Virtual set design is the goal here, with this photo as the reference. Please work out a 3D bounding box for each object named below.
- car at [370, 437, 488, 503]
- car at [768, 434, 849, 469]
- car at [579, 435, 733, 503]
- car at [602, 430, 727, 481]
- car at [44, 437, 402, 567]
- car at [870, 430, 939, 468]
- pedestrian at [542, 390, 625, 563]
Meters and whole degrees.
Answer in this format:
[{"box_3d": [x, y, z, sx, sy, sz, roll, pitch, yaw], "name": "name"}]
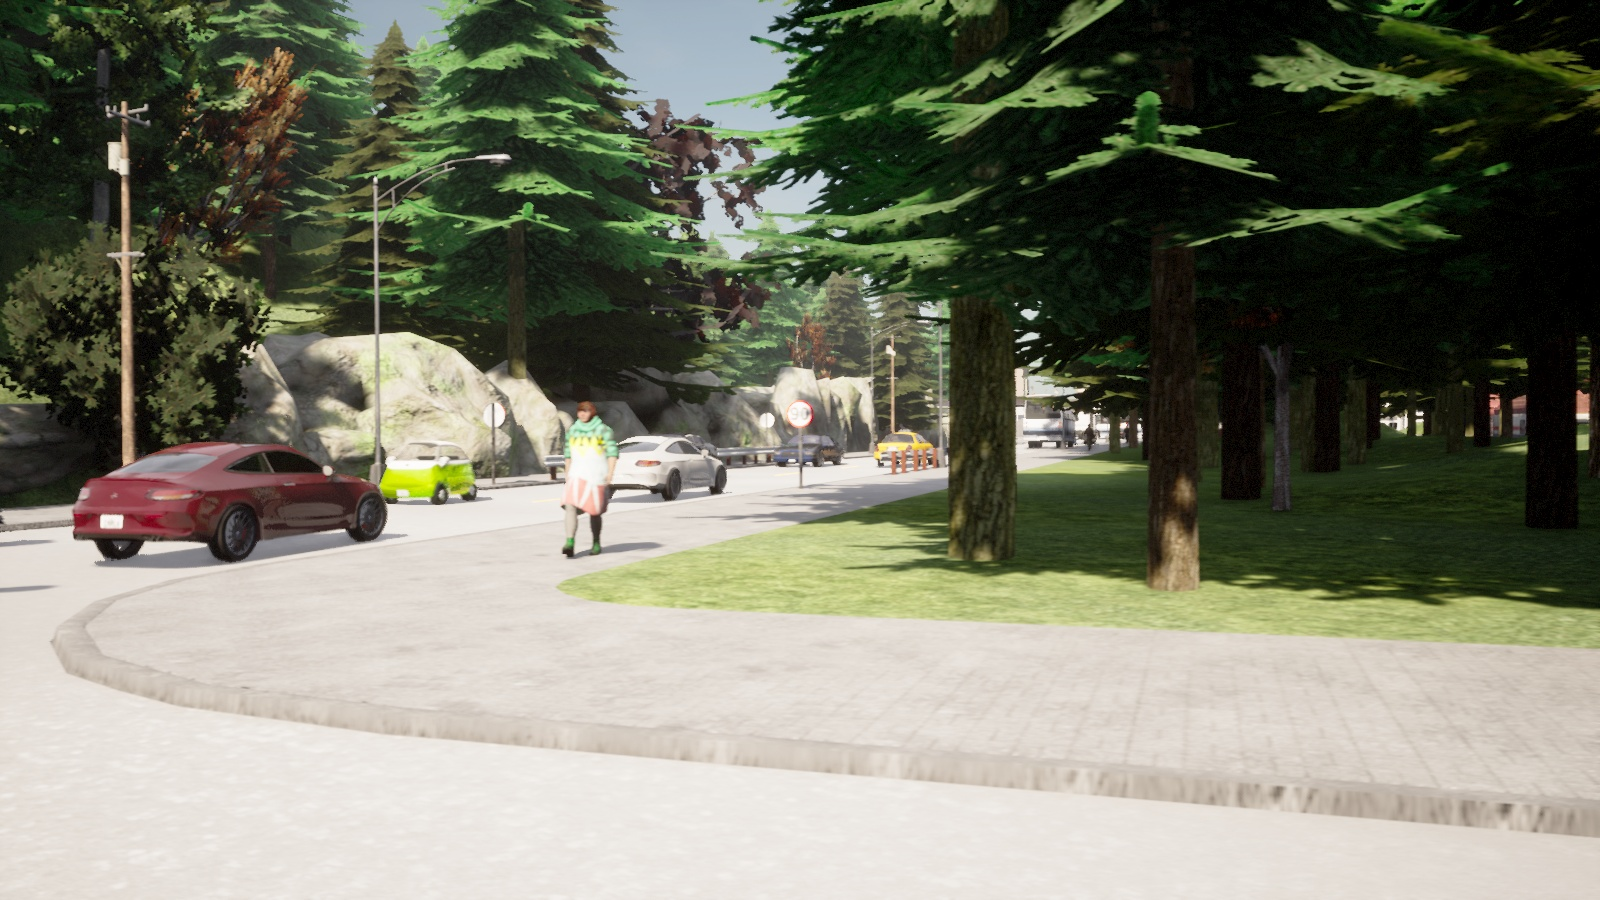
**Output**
[{"box_3d": [-8.077, 0.412, 27.463, 1.481, 1.376, 2.207, 1, 1, 18], "name": "car"}, {"box_3d": [0.441, 0.008, 54.277, 2.033, 1.411, 5.357, 1, 1, 17], "name": "car"}, {"box_3d": [-3.255, 0.369, 29.431, 1.812, 1.442, 4.674, 1, 1, 18], "name": "car"}, {"box_3d": [-4.177, 0.131, 39.736, 2.128, 1.511, 4.902, 1, 1, 18], "name": "car"}, {"box_3d": [-7.336, 0.559, 16.616, 1.812, 1.442, 4.674, 0, 1, 13], "name": "car"}, {"box_3d": [4.547, -0.081, 53.982, 1.801, 1.575, 5.366, 1, 1, 18], "name": "car"}, {"box_3d": [-2.522, 0.292, 14.664, 0.659, 1.952, 0.873, 0, 1, 13], "name": "pedestrian"}]
